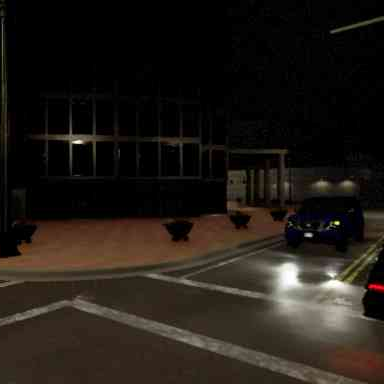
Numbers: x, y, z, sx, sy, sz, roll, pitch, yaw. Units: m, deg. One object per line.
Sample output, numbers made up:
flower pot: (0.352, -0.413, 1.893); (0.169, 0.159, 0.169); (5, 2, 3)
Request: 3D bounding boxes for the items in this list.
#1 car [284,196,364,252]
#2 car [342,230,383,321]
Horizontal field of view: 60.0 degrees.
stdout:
car: (5.873, 1.219, 14.374); (2.150, 2.045, 5.566); (0, 0, 36)
car: (4.783, 1.528, 6.767); (2.033, 1.411, 5.357); (0, 0, 36)
